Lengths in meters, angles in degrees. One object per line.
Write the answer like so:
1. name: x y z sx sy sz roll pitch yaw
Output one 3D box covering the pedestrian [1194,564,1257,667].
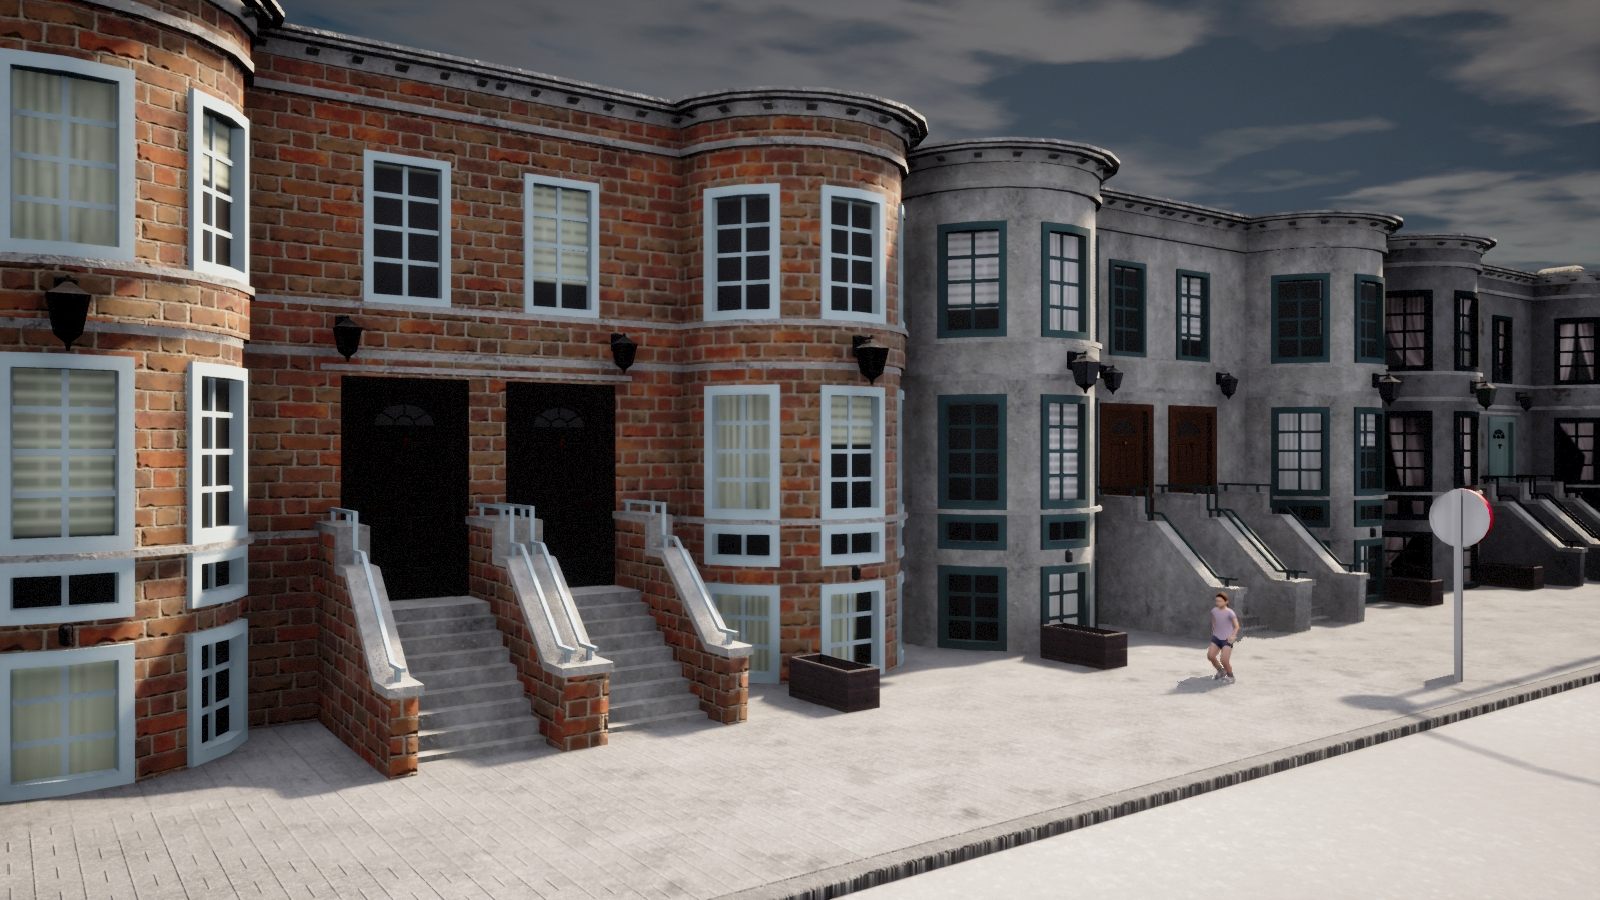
1. pedestrian: 4.931 1.904 13.247 0.500 1.100 0.500 0 0 -37
